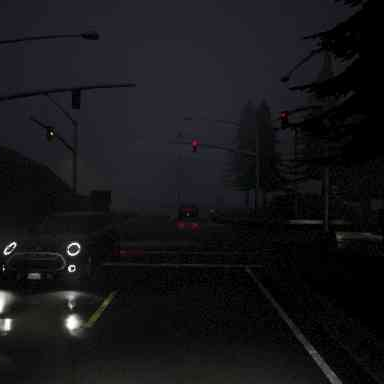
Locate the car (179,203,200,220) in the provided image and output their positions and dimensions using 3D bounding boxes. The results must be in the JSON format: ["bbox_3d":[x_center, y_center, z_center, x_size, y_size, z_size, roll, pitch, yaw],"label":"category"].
[{"bbox_3d":[-0.260,1.835,32.281,2.128,1.511,4.902,0,-1,1],"label":"car"}]

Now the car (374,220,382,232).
[{"bbox_3d":[14.212,1.864,21.256,4.553,1.767,2.097,0,-1,0],"label":"car"}]

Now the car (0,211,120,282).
[{"bbox_3d":[-3.677,1.427,10.110,2.097,1.767,4.553,0,-1,1],"label":"car"}]
